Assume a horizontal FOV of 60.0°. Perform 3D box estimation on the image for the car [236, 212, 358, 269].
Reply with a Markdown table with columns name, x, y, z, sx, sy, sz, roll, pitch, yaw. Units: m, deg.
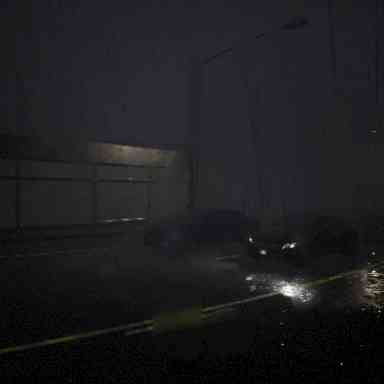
| name | x | y | z | sx | sy | sz | roll | pitch | yaw |
| --- | --- | --- | --- | --- | --- | --- | --- | --- | --- |
| car | 3.815 | 1.441 | 10.990 | 4.674 | 1.442 | 1.812 | 0 | 1 | -40 |

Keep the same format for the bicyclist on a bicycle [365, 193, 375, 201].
| name | x | y | z | sx | sy | sz | roll | pitch | yaw |
| --- | --- | --- | --- | --- | --- | --- | --- | --- | --- |
| bicyclist on a bicycle | 35.617 | 0.959 | 66.539 | 1.656 | 1.620 | 0.582 | 2 | 1 | 38 |

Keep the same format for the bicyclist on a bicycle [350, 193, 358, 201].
| name | x | y | z | sx | sy | sz | roll | pitch | yaw |
| --- | --- | --- | --- | --- | --- | --- | --- | --- | --- |
| bicyclist on a bicycle | 30.789 | 0.941 | 63.209 | 1.656 | 1.620 | 0.582 | 0 | 1 | -32 |

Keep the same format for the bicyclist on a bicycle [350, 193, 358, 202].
| name | x | y | z | sx | sy | sz | roll | pitch | yaw |
| --- | --- | --- | --- | --- | --- | --- | --- | --- | --- |
| bicyclist on a bicycle | 30.336 | 1.021 | 62.357 | 1.656 | 1.620 | 0.582 | -7 | 2 | 2 |

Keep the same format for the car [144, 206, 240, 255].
| name | x | y | z | sx | sy | sz | roll | pitch | yaw |
| --- | --- | --- | --- | --- | --- | --- | --- | --- | --- |
| car | 0.538 | 1.335 | 12.805 | 5.008 | 1.535 | 1.882 | 0 | 1 | -39 |
